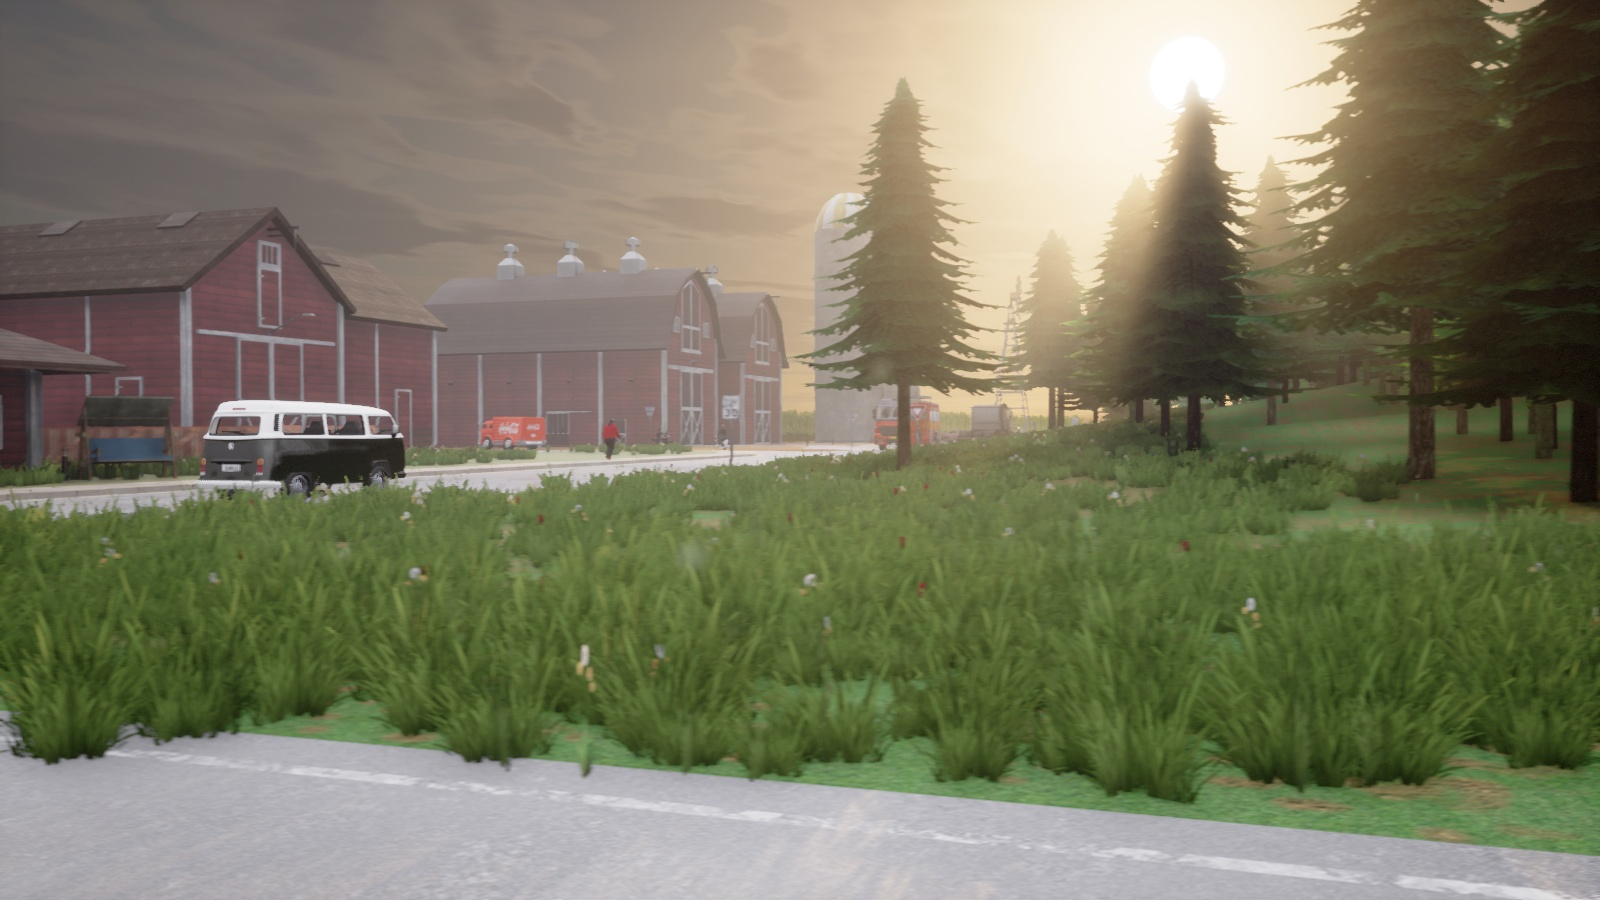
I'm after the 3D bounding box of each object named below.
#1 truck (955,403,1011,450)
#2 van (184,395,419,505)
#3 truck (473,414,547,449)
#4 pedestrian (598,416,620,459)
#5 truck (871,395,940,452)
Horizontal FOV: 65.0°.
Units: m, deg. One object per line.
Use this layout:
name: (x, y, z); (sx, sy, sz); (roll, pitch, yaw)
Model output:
truck: (14.333, -1.807, 97.855); (2.891, 3.462, 7.936); (1, 1, 19)
van: (-10.056, -0.039, 25.744); (2.069, 2.038, 4.480); (1, 1, 19)
truck: (-21.347, -1.362, 92.424); (5.204, 2.467, 2.627); (1, 1, 38)
pedestrian: (-8.279, -0.560, 54.445); (0.634, 1.844, 0.899); (1, 1, 18)
truck: (7.545, -1.869, 88.701); (2.891, 3.827, 8.468); (1, 1, 19)
